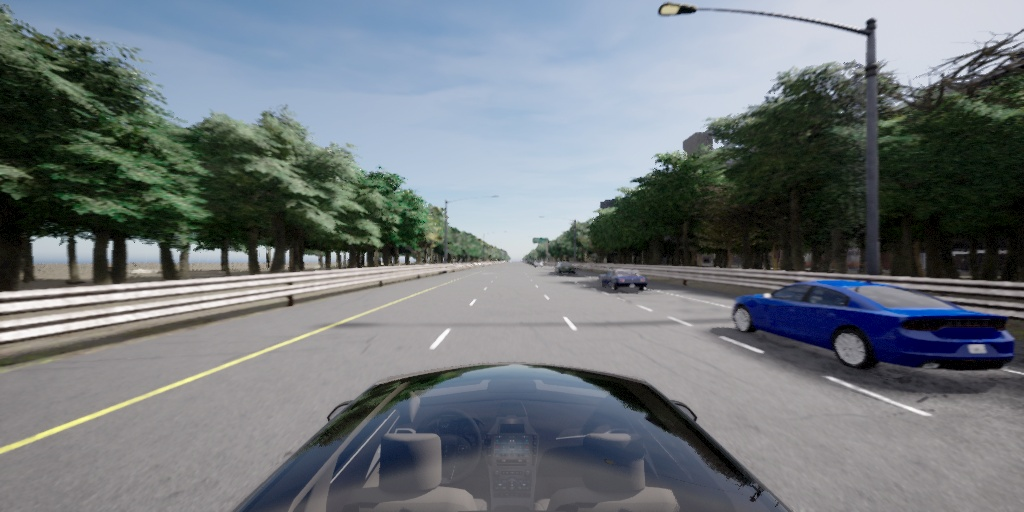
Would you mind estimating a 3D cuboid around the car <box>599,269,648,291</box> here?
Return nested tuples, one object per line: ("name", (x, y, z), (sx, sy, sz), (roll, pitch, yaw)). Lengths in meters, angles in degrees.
("car", (7.012, 1.485, 23.150), (1.895, 1.301, 4.718), (0, -1, 0))

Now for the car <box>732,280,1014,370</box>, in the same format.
("car", (6.998, 1.258, 7.871), (1.882, 1.535, 5.008), (0, 0, 0))

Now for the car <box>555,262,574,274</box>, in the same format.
("car", (7.093, 1.531, 48.539), (2.097, 1.767, 4.553), (0, -1, 0))
